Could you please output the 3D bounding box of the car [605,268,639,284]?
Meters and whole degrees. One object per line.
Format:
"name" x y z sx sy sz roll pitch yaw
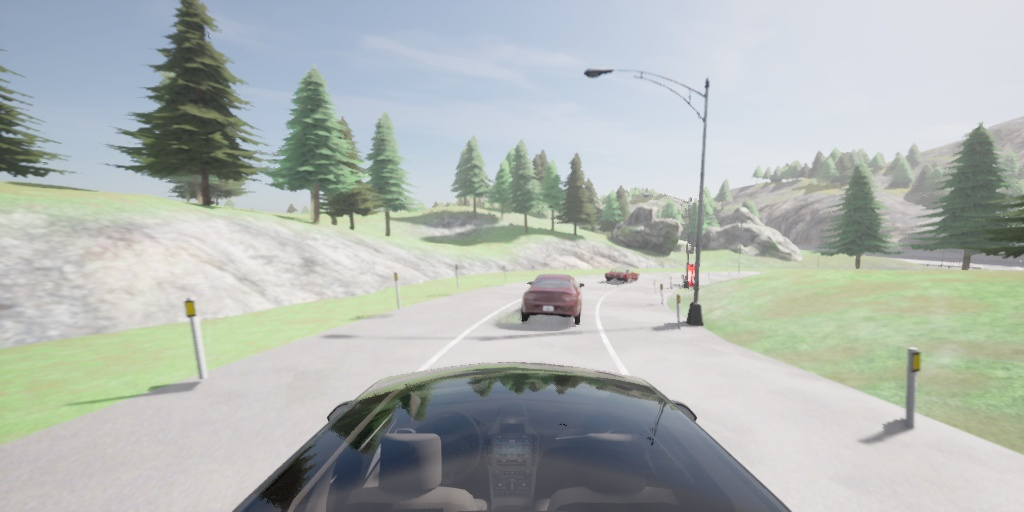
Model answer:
"car" 10.080 1.742 32.532 1.895 1.301 4.718 4 1 34

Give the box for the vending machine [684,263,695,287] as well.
"vending machine" 16.381 1.712 33.120 1.100 2.100 0.880 0 0 39

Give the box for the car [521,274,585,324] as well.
"car" 1.473 1.326 12.306 1.812 1.442 4.674 1 0 11
